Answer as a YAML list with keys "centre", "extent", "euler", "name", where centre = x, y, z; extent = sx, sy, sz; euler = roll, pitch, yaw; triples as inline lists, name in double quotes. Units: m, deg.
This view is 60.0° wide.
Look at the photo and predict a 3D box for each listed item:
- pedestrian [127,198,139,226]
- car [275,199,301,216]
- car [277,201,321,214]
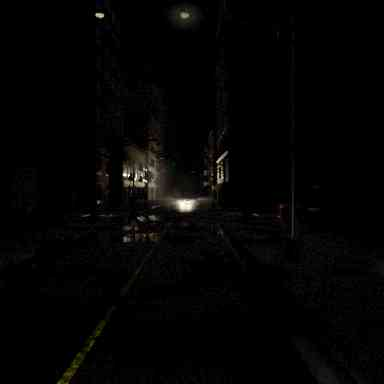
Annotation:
- centre: [-3.859, 1.280, 21.780]
  extent: [0.375, 1.860, 0.375]
  euler: [0, 0, 0]
  name: "pedestrian"
- centre: [10.751, 1.445, 33.467]
  extent: [4.553, 1.767, 2.097]
  euler: [1, 0, 0]
  name: "car"
- centre: [11.507, 1.665, 36.042]
  extent: [4.206, 1.307, 1.802]
  euler: [1, 0, 0]
  name: "car"
